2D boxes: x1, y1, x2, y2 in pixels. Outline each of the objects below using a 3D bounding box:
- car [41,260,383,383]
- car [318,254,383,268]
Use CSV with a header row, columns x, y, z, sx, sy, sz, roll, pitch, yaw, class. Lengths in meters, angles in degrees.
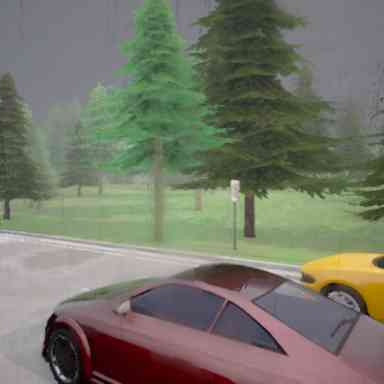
x,y,z,sx,sy,sz,roll,pitch,yaw,class
0.102,1.579,3.922,4.181,1.385,1.994,0,0,36,car
4.273,1.473,5.244,5.008,1.535,1.882,0,0,36,car
